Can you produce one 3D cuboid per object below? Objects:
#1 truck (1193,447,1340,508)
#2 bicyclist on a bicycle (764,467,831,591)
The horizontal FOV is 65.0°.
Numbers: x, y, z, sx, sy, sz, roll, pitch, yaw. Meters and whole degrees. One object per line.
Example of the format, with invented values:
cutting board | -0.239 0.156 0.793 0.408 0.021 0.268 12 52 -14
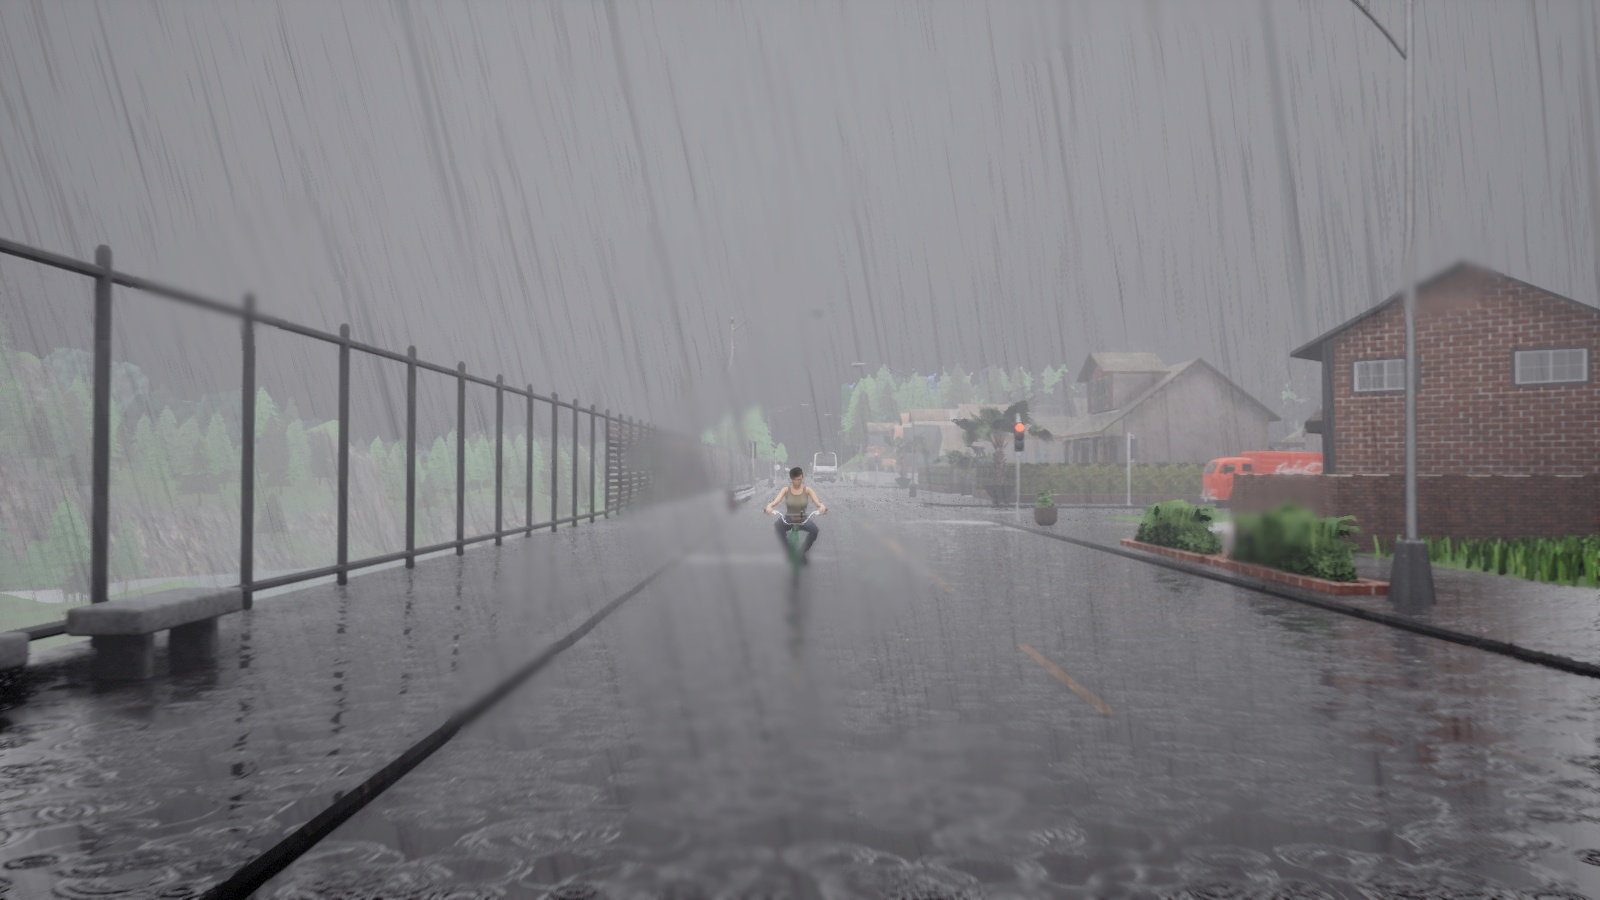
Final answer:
truck | 19.575 1.142 52.885 5.204 2.467 2.627 0 -1 0
bicyclist on a bicycle | -0.037 1.038 17.098 0.866 1.612 1.509 0 -1 0
